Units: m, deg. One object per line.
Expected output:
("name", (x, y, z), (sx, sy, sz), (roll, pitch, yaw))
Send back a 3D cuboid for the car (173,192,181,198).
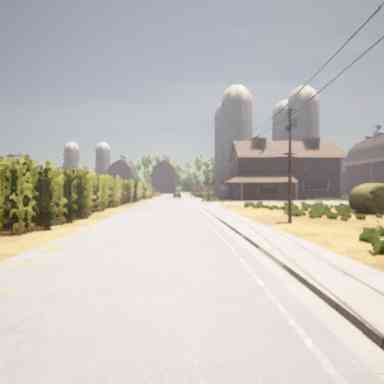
("car", (-3.575, 0.730, 81.233), (1.994, 1.385, 4.181), (0, 0, -3))
